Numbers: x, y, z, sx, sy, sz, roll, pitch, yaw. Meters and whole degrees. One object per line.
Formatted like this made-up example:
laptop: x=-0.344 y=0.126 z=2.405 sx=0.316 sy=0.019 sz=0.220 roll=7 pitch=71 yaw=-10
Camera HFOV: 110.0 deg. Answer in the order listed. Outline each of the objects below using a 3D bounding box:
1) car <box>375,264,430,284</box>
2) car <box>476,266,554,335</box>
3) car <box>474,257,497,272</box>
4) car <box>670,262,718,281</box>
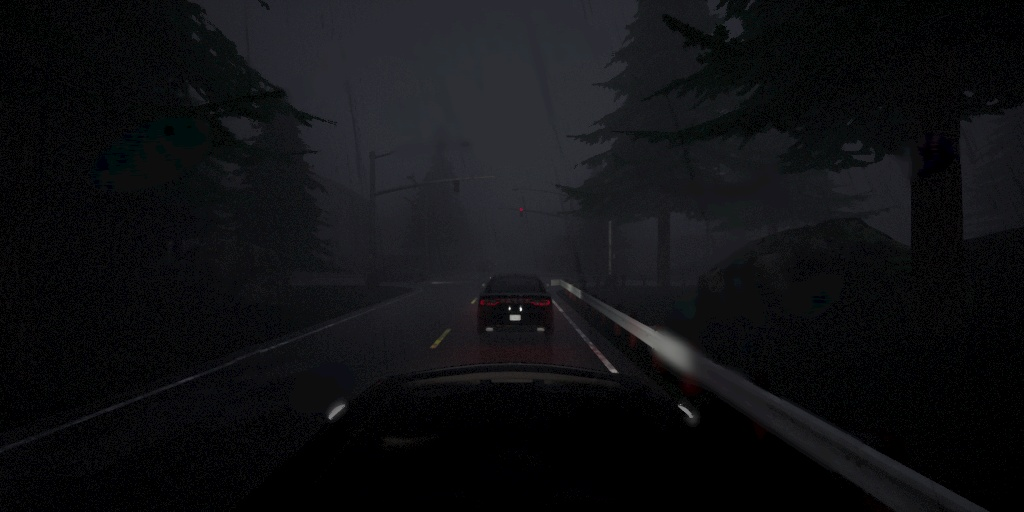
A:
car: x=-8.166 y=1.300 z=26.506 sx=4.181 sy=1.385 sz=1.994 roll=0 pitch=0 yaw=-6
car: x=0.103 y=1.228 z=10.494 sx=1.882 sy=1.535 sz=5.008 roll=0 pitch=0 yaw=1
car: x=-3.352 y=1.228 z=45.124 sx=1.882 sy=1.535 sz=5.008 roll=0 pitch=0 yaw=0
car: x=15.235 y=1.226 z=29.610 sx=4.902 sy=1.511 sz=2.128 roll=0 pitch=0 yaw=0
